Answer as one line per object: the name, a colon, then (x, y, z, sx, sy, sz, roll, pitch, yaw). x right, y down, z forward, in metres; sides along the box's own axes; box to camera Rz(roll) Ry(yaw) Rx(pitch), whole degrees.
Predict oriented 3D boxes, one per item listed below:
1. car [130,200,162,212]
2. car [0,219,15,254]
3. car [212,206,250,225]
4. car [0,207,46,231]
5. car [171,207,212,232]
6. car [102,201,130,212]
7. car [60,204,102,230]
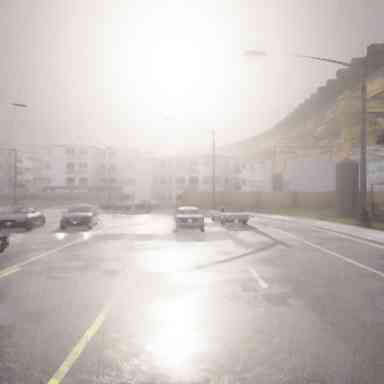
car: (-5.476, 1.681, 41.566, 1.812, 1.442, 4.674, 0, 0, -39)
car: (-7.083, 1.634, 8.972, 1.895, 1.301, 4.718, 0, 0, 0)
car: (2.677, 1.694, 24.806, 1.895, 1.301, 4.718, 0, 0, -9)
car: (-10.780, 1.642, 21.047, 1.994, 1.385, 4.181, 0, 0, -8)
car: (-0.269, 1.625, 20.699, 2.033, 1.411, 5.357, 0, 0, -4)
car: (-9.501, 1.753, 40.937, 1.895, 1.301, 4.718, 0, 0, -44)
car: (-7.353, 1.588, 22.113, 1.837, 1.490, 4.892, 0, 0, -9)
